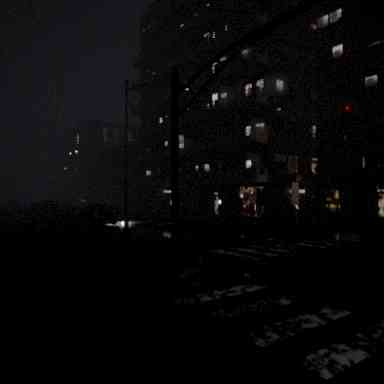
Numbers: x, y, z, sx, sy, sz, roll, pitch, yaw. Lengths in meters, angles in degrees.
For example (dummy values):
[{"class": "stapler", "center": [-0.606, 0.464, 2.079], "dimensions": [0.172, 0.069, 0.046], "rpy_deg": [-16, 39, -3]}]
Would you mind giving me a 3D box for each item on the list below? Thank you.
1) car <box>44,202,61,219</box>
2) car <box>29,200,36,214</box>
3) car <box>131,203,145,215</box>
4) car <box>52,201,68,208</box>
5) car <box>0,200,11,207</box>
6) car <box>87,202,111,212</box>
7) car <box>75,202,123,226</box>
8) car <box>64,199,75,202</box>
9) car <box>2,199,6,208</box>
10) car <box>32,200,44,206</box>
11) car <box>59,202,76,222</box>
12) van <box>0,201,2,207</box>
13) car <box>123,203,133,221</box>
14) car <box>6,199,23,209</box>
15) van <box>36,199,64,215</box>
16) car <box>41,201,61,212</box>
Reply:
[{"class": "car", "center": [-13.863, 2.034, 35.384], "dimensions": [2.008, 1.369, 4.403], "rpy_deg": [-1, 0, -35]}, {"class": "car", "center": [-20.276, 2.071, 44.384], "dimensions": [1.967, 1.590, 4.097], "rpy_deg": [-1, 0, -35]}, {"class": "car", "center": [-7.347, 2.001, 39.818], "dimensions": [1.752, 1.417, 4.829], "rpy_deg": [-1, 0, -35]}, {"class": "car", "center": [-26.469, 2.458, 66.661], "dimensions": [1.887, 1.381, 4.507], "rpy_deg": [-1, 0, -35]}, {"class": "car", "center": [-42.616, 2.664, 75.744], "dimensions": [1.752, 1.417, 4.829], "rpy_deg": [-1, 0, -35]}, {"class": "car", "center": [-13.654, 2.187, 48.673], "dimensions": [1.947, 1.339, 4.313], "rpy_deg": [-1, 0, -35]}, {"class": "car", "center": [-7.454, 1.774, 26.385], "dimensions": [1.967, 1.590, 4.097], "rpy_deg": [-1, 0, -35]}, {"class": "car", "center": [-23.270, 2.156, 62.164], "dimensions": [2.192, 1.841, 5.009], "rpy_deg": [-1, 0, -35]}, {"class": "car", "center": [-36.303, 2.540, 66.883], "dimensions": [1.887, 1.381, 4.507], "rpy_deg": [-1, 0, -35]}, {"class": "car", "center": [-39.283, 2.769, 84.648], "dimensions": [1.947, 1.339, 4.313], "rpy_deg": [-1, 0, -35]}, {"class": "car", "center": [-10.559, 1.932, 30.746], "dimensions": [1.752, 1.417, 4.829], "rpy_deg": [-1, 0, -35]}, {"class": "van", "center": [-39.512, 2.409, 71.383], "dimensions": [1.690, 1.788, 3.998], "rpy_deg": [-1, 0, -35]}, {"class": "car", "center": [-7.602, 1.951, 31.035], "dimensions": [1.994, 1.385, 4.181], "rpy_deg": [0, -1, -35]}, {"class": "car", "center": [-33.099, 2.363, 62.383], "dimensions": [1.967, 1.590, 4.097], "rpy_deg": [-1, 0, -35]}, {"class": "van", "center": [-17.073, 1.898, 39.884], "dimensions": [1.690, 1.788, 3.998], "rpy_deg": [-1, 0, -35]}, {"class": "car", "center": [-21.325, 2.129, 50.296], "dimensions": [1.812, 1.442, 4.674], "rpy_deg": [0, -1, -35]}]
